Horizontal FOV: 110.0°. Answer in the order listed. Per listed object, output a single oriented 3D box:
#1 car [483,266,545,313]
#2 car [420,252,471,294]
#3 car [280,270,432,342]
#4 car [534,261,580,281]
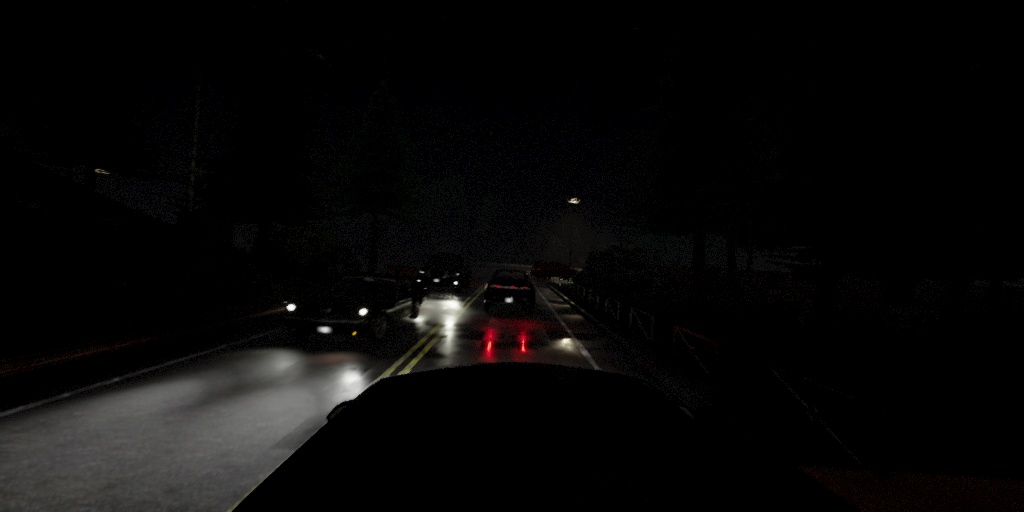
[{"bbox_3d":[-0.077,1.302,14.605,2.128,1.511,4.902,4,0,0],"label":"car"},{"bbox_3d":[-3.592,0.839,20.053,2.150,2.045,5.566,4,0,1],"label":"car"},{"bbox_3d":[-3.685,1.161,9.296,1.895,1.301,4.718,4,0,0],"label":"car"},{"bbox_3d":[4.853,1.651,39.111,5.566,2.045,2.150,4,-3,-20],"label":"car"}]
